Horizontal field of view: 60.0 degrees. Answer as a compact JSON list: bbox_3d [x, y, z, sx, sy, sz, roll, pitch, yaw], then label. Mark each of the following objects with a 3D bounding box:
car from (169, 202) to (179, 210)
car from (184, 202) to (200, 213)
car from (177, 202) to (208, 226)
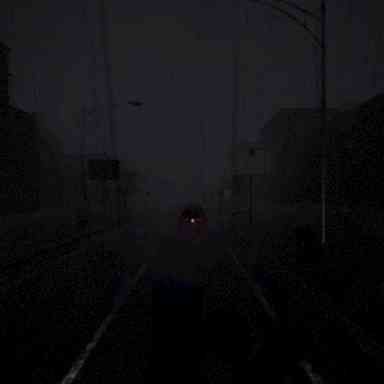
[{"bbox_3d":[-2.992,2.501,61.343,1.812,1.442,4.674,0,-1,1],"label":"car"},{"bbox_3d":[0.035,2.132,46.083,2.033,1.411,5.357,0,-3,0],"label":"car"},{"bbox_3d":[0.072,1.685,24.727,1.837,1.490,4.892,0,0,1],"label":"car"}]
